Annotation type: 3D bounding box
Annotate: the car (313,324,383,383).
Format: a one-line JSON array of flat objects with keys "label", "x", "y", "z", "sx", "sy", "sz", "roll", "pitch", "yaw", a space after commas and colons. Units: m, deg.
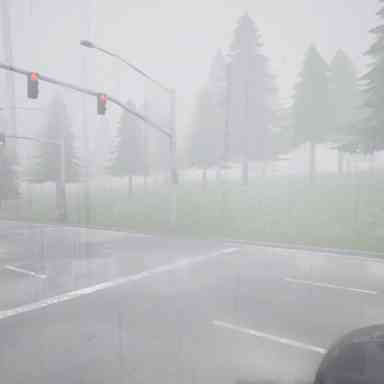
[{"label": "car", "x": 3.180, "y": 1.505, "z": 1.718, "sx": 4.892, "sy": 1.490, "sz": 1.837, "roll": 0, "pitch": 0, "yaw": 36}]
